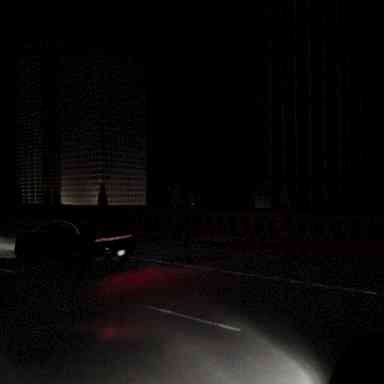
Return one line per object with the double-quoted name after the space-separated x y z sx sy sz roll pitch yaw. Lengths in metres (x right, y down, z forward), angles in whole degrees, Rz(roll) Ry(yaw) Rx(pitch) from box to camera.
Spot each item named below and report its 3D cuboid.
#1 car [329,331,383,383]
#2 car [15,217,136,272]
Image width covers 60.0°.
3.451 1.527 1.531 5.357 1.411 2.033 -1 0 36 "car"
-4.048 1.591 11.179 4.902 1.511 2.128 -1 0 36 "car"
